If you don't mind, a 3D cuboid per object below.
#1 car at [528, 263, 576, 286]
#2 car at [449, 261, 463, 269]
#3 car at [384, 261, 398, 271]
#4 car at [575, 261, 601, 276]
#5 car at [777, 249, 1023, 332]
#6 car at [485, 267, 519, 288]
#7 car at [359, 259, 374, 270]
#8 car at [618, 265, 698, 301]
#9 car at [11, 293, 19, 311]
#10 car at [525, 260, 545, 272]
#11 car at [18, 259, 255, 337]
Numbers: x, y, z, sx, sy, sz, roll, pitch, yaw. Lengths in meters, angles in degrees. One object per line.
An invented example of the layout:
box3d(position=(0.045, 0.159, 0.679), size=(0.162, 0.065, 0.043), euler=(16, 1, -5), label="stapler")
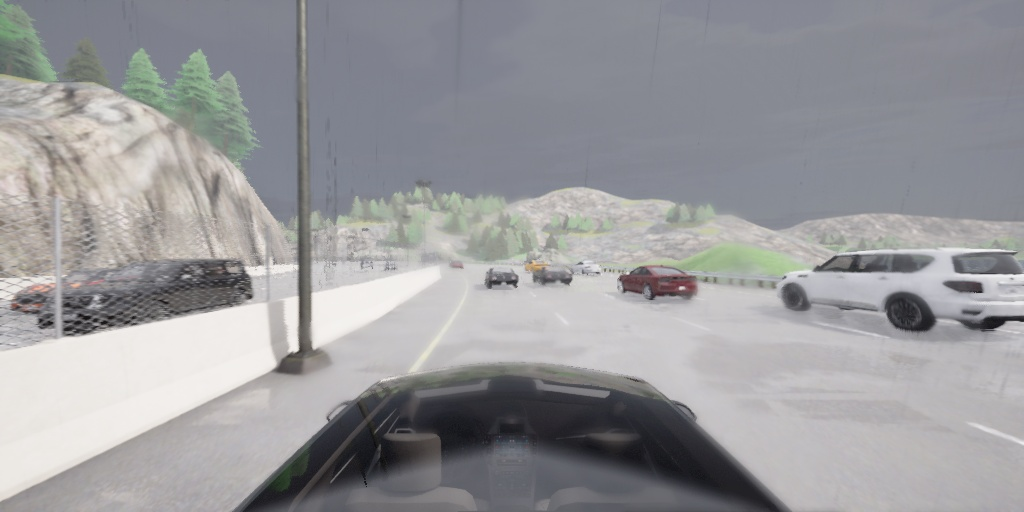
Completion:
box3d(position=(2.642, 1.344, 24.771), size=(1.895, 1.301, 4.718), euler=(-1, 0, -8), label="car")
box3d(position=(-9.778, 1.512, 62.522), size=(1.994, 1.385, 4.181), euler=(-1, 0, -20), label="car")
box3d(position=(-18.864, 1.567, 56.071), size=(2.128, 1.511, 4.902), euler=(-1, 0, -18), label="car")
box3d(position=(7.625, 1.218, 37.068), size=(1.812, 1.442, 4.674), euler=(0, 0, -11), label="car")
box3d(position=(10.669, 0.843, 10.431), size=(2.150, 2.045, 5.566), euler=(0, 0, -3), label="car")
box3d(position=(-0.798, 1.387, 24.089), size=(1.895, 1.301, 4.718), euler=(-1, 0, -7), label="car")
box3d(position=(-22.200, 1.279, 54.998), size=(2.128, 1.511, 4.902), euler=(-1, 0, -18), label="car")
box3d(position=(6.663, 1.159, 16.958), size=(1.882, 1.535, 5.008), euler=(0, 0, -5), label="car")
box3d(position=(-18.150, 1.354, 15.644), size=(2.097, 1.767, 4.553), euler=(-1, 0, -5), label="car")
box3d(position=(2.910, 1.238, 43.051), size=(1.882, 1.535, 5.008), euler=(0, 0, -13), label="car")
box3d(position=(-10.854, 1.123, 11.440), size=(2.150, 2.045, 5.566), euler=(-1, 0, -3), label="car")
